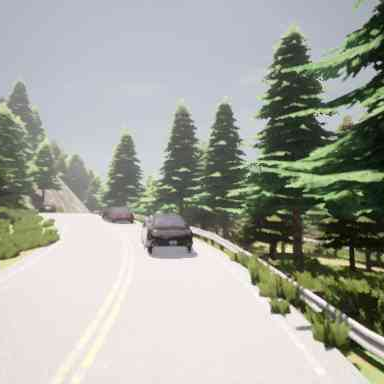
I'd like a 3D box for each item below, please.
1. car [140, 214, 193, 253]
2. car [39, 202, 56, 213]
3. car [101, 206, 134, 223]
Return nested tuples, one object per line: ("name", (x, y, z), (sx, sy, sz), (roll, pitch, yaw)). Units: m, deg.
("car", (-1.226, 1.724, 14.870), (2.128, 1.511, 4.902), (1, -1, -13))
("car", (-18.520, 1.981, 42.732), (2.128, 1.511, 4.902), (2, -4, -25))
("car", (-6.596, 1.951, 29.304), (1.994, 1.385, 4.181), (3, -2, -29))
